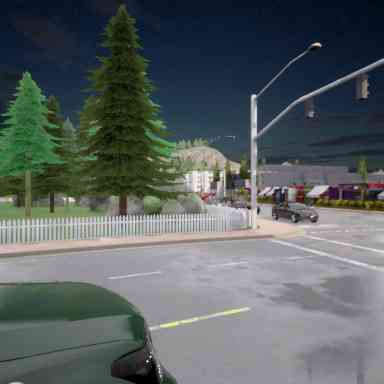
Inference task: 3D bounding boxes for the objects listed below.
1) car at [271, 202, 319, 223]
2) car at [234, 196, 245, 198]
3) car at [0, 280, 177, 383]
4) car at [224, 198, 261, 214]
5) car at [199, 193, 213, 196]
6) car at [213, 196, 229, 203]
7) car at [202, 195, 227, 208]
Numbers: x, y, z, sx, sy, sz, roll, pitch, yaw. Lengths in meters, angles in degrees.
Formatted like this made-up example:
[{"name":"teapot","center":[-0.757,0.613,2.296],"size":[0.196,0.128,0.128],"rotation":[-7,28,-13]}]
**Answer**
[{"name":"car","center":[8.046,1.560,26.339],"size":[1.837,1.490,4.892],"rotation":[0,0,-14]},{"name":"car","center":[8.704,1.547,62.289],"size":[2.128,1.511,4.902],"rotation":[0,0,-16]},{"name":"car","center":[-2.756,1.221,1.670],"size":[5.566,2.045,2.150],"rotation":[0,0,-36]},{"name":"car","center":[5.454,1.656,35.245],"size":[1.895,1.301,4.718],"rotation":[0,0,-16]},{"name":"car","center":[2.939,1.277,69.605],"size":[2.150,2.045,5.566],"rotation":[0,0,-17]},{"name":"car","center":[6.086,1.559,71.154],"size":[1.837,1.490,4.892],"rotation":[0,0,-16]},{"name":"car","center":[2.835,1.547,44.230],"size":[2.128,1.511,4.902],"rotation":[0,0,-16]}]
